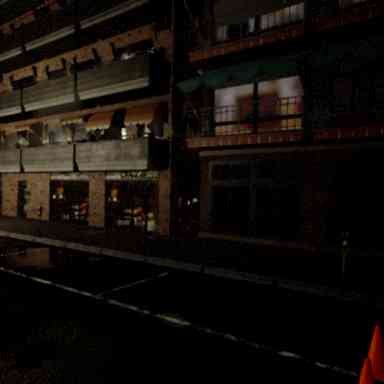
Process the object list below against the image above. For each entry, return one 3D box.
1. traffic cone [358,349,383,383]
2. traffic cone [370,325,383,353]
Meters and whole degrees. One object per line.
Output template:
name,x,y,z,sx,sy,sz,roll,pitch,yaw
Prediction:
traffic cone,1.746,1.954,3.320,0.340,0.580,0.340,1,1,34
traffic cone,2.310,1.956,4.146,0.340,0.580,0.340,1,1,34
